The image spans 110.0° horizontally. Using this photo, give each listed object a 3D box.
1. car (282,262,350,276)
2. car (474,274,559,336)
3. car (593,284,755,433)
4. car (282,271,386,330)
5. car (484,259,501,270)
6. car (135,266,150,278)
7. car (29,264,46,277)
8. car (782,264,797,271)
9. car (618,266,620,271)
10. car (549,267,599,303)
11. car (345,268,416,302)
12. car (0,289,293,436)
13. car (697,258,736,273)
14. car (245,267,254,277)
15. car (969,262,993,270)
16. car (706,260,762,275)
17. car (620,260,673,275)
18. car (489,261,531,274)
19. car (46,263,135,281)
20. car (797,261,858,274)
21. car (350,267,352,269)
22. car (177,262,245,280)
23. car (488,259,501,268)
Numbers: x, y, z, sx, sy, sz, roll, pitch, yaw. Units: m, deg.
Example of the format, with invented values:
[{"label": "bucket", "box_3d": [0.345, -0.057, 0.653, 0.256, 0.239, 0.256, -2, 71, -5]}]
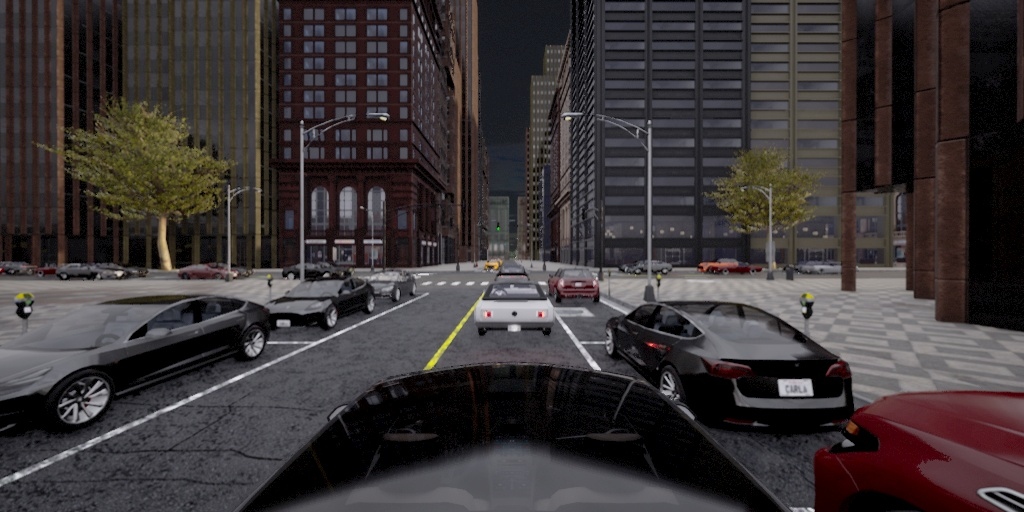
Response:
[{"label": "car", "box_3d": [-17.521, 1.334, 31.699, 5.008, 1.535, 1.882, 0, 0, -1]}, {"label": "car", "box_3d": [0.074, 1.362, 10.397, 1.895, 1.301, 4.718, 0, 0, 0]}, {"label": "car", "box_3d": [2.767, 1.320, 5.568, 1.948, 1.339, 4.313, 0, 0, 0]}, {"label": "car", "box_3d": [-5.753, 1.328, 11.209, 1.948, 1.339, 4.313, 0, 0, 0]}, {"label": "car", "box_3d": [-3.008, 1.311, 53.332, 1.882, 1.535, 5.008, 0, 0, 0]}, {"label": "car", "box_3d": [-38.330, 1.408, 34.931, 4.892, 1.490, 1.837, 0, 0, 0]}, {"label": "car", "box_3d": [-47.721, 1.520, 38.305, 4.718, 1.301, 1.895, 0, 0, 0]}, {"label": "car", "box_3d": [34.675, 1.246, 41.709, 5.357, 1.411, 2.033, 0, 0, 0]}, {"label": "car", "box_3d": [14.869, 1.246, 41.690, 4.892, 1.490, 1.837, 0, 0, 0]}, {"label": "car", "box_3d": [2.776, 1.209, 16.840, 1.967, 1.591, 4.097, 0, 0, 0]}, {"label": "car", "box_3d": [-5.749, 1.320, 16.846, 2.007, 1.370, 4.403, 0, 0, 0]}, {"label": "car", "box_3d": [-5.758, 1.320, 5.573, 1.948, 1.339, 4.313, 0, 0, 0]}, {"label": "car", "box_3d": [24.065, 1.073, 41.698, 4.553, 1.767, 2.097, 0, 0, 0]}, {"label": "car", "box_3d": [-27.924, 1.379, 34.932, 4.892, 1.490, 1.837, 0, 0, 0]}, {"label": "car", "box_3d": [49.206, 1.287, 38.387, 4.181, 1.385, 1.994, 0, 0, 0]}, {"label": "car", "box_3d": [23.920, 1.333, 38.455, 4.718, 1.301, 1.895, 0, 0, 0]}, {"label": "car", "box_3d": [14.651, 1.244, 38.451, 4.902, 1.511, 2.128, 0, 0, -2]}, {"label": "car", "box_3d": [0.025, 1.267, 20.426, 2.128, 1.511, 4.902, 0, 0, 0]}, {"label": "car", "box_3d": [-37.140, 1.403, 31.678, 4.902, 1.511, 2.128, 0, 0, 0]}, {"label": "car", "box_3d": [33.995, 1.312, 38.459, 4.718, 1.301, 1.895, 0, 0, 0]}, {"label": "car", "box_3d": [-17.935, 1.324, 34.945, 5.008, 1.535, 1.882, 0, 0, 0]}, {"label": "car", "box_3d": [-26.801, 1.408, 31.685, 4.674, 1.442, 1.812, 0, 0, 0]}, {"label": "car", "box_3d": [-3.016, 1.345, 62.624, 2.128, 1.511, 4.902, 0, 0, 0]}]
